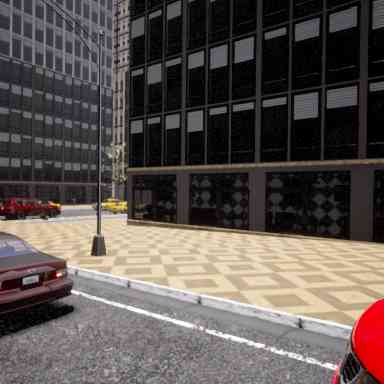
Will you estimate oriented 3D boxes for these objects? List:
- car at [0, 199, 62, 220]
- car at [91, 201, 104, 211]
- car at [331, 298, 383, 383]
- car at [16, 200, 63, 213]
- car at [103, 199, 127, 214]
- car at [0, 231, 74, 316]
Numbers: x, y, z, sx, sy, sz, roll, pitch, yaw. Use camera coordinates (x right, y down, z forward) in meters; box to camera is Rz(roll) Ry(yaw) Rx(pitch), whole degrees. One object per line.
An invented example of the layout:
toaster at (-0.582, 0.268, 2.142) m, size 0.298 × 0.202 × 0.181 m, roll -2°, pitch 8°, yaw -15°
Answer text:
car at (-14.401, 1.519, 29.801) m, size 2.192 × 1.841 × 5.009 m, roll 1°, pitch 0°, yaw 37°
car at (-10.969, 1.707, 44.120) m, size 1.882 × 1.535 × 5.008 m, roll 1°, pitch 0°, yaw 37°
car at (3.474, 1.222, 1.196) m, size 5.566 × 2.045 × 2.150 m, roll 0°, pitch 0°, yaw 36°
car at (-17.874, 1.643, 39.185) m, size 1.752 × 1.417 × 4.829 m, roll 1°, pitch 0°, yaw 37°
car at (-7.580, 1.830, 38.995) m, size 1.752 × 1.417 × 4.829 m, roll 1°, pitch 0°, yaw 37°
car at (-4.797, 1.544, 7.122) m, size 5.357 × 1.411 × 2.033 m, roll 0°, pitch 0°, yaw 35°
